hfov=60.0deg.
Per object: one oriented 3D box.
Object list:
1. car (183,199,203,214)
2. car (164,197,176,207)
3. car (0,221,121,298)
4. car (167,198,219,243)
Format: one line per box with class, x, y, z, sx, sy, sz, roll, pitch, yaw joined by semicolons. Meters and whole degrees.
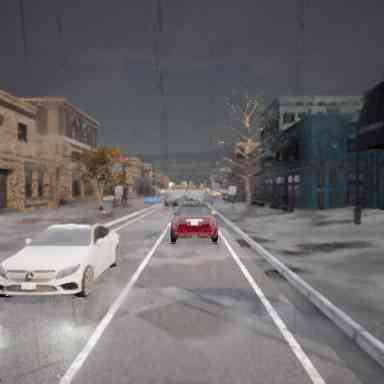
car;0.102;1.502;35.465;2.033;1.411;5.357;0;0;0
car;-3.076;1.433;49.533;1.882;1.535;5.008;0;0;0
car;-3.099;1.522;8.646;1.812;1.442;4.674;0;0;0
car;0.100;1.336;16.128;2.097;1.767;4.553;0;0;0
